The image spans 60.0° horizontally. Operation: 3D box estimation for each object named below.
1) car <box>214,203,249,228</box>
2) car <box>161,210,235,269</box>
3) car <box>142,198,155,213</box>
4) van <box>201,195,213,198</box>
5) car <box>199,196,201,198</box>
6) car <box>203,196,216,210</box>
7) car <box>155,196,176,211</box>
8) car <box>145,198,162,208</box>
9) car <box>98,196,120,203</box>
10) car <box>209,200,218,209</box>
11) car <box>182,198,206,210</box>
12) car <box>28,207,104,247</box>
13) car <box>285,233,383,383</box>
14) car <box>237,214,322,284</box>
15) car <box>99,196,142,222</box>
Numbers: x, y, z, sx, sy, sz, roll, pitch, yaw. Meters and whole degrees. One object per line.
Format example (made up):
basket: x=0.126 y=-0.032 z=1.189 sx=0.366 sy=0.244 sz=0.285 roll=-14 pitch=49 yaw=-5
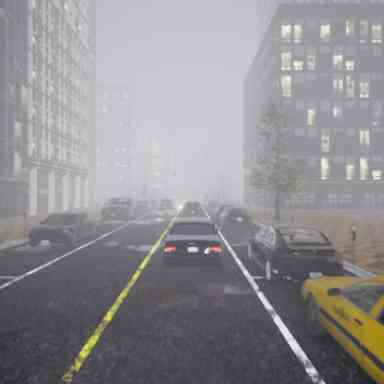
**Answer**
car: x=2.663 y=1.571 z=20.724 sx=1.947 sy=1.339 sz=4.313 roll=0 pitch=0 yaw=0
car: x=0.047 y=1.549 z=11.175 sx=2.033 sy=1.411 sz=5.357 roll=0 pitch=0 yaw=1
car: x=-5.683 y=1.563 z=37.819 sx=1.887 sy=1.381 sz=4.507 roll=0 pitch=0 yaw=0
van: x=2.666 y=1.371 z=49.170 sx=1.690 sy=1.788 sz=3.998 roll=0 pitch=0 yaw=0
car: x=2.701 y=1.630 z=94.127 sx=1.752 sy=1.417 sz=4.829 roll=0 pitch=0 yaw=0
car: x=2.664 y=1.606 z=43.481 sx=1.802 sy=1.307 sz=4.206 roll=0 pitch=0 yaw=0
car: x=-3.094 y=1.526 z=40.444 sx=1.837 sy=1.490 sz=4.892 roll=0 pitch=0 yaw=0
car: x=-5.682 y=1.596 z=49.196 sx=1.947 sy=1.339 sz=4.313 roll=0 pitch=0 yaw=0
car: x=-17.460 y=1.581 z=69.983 sx=4.206 sy=1.307 sz=1.802 roll=0 pitch=0 yaw=0
car: x=2.663 y=1.575 z=26.414 sx=1.947 sy=1.339 sz=4.313 roll=0 pitch=0 yaw=0
car: x=0.080 y=1.538 z=30.852 sx=1.812 sy=1.442 sz=4.674 roll=0 pitch=0 yaw=0
car: x=-5.685 y=1.569 z=15.062 sx=1.947 sy=1.339 sz=4.313 roll=0 pitch=0 yaw=0
car: x=2.668 y=1.526 z=3.827 sx=1.752 sy=1.417 sz=4.829 roll=0 pitch=0 yaw=0
car: x=2.664 y=1.552 z=9.346 sx=2.008 sy=1.369 sz=4.403 roll=0 pitch=0 yaw=0
car: x=-5.683 y=1.324 z=26.440 sx=2.192 sy=1.841 sz=5.009 roll=0 pitch=0 yaw=0
